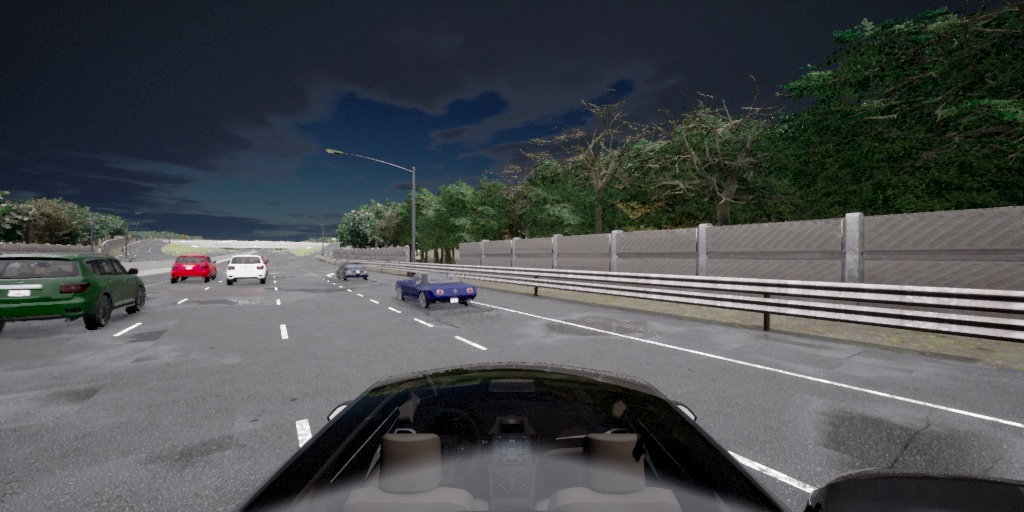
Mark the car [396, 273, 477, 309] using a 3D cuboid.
[{"bbox_3d":[-3.375,1.348,15.105,1.895,1.301,4.718,0,0,-34],"label":"car"}]

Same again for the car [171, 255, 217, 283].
[{"bbox_3d":[-24.680,0.952,27.957,2.150,2.045,5.566,0,0,-34],"label":"car"}]

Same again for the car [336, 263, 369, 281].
[{"bbox_3d":[-13.445,1.283,30.057,2.033,1.411,5.357,0,0,-34],"label":"car"}]

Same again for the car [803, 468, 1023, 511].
[{"bbox_3d":[2.986,1.315,0.431,4.181,1.385,1.994,0,0,34],"label":"car"}]

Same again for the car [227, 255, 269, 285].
[{"bbox_3d":[-19.272,0.957,26.181,2.150,2.045,5.566,0,0,-34],"label":"car"}]

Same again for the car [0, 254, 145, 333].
[{"bbox_3d":[-12.999,0.967,10.592,2.150,2.045,5.566,0,0,-34],"label":"car"}]
